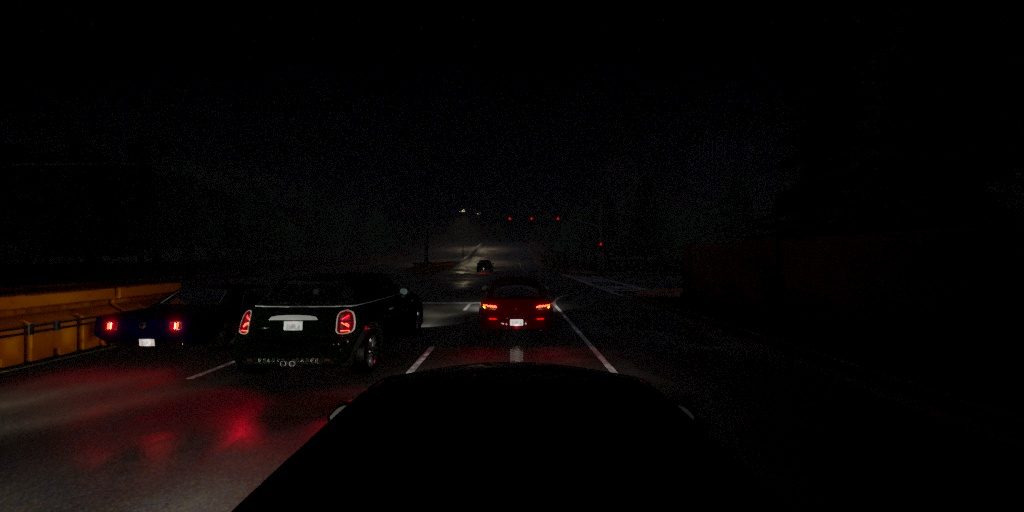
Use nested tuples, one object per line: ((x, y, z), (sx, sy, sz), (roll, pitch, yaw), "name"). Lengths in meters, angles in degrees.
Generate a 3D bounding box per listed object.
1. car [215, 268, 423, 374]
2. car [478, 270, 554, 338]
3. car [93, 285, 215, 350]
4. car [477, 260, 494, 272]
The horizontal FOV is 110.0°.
((-3.399, 1.102, 7.690), (2.097, 1.767, 4.553), (0, 0, 0), "car")
((0.099, 1.276, 10.079), (1.812, 1.442, 4.674), (0, 0, 0), "car")
((-6.900, 1.351, 9.004), (1.895, 1.301, 4.718), (0, 0, 0), "car")
((-3.403, 1.255, 45.472), (1.837, 1.490, 4.892), (0, 0, 0), "car")
